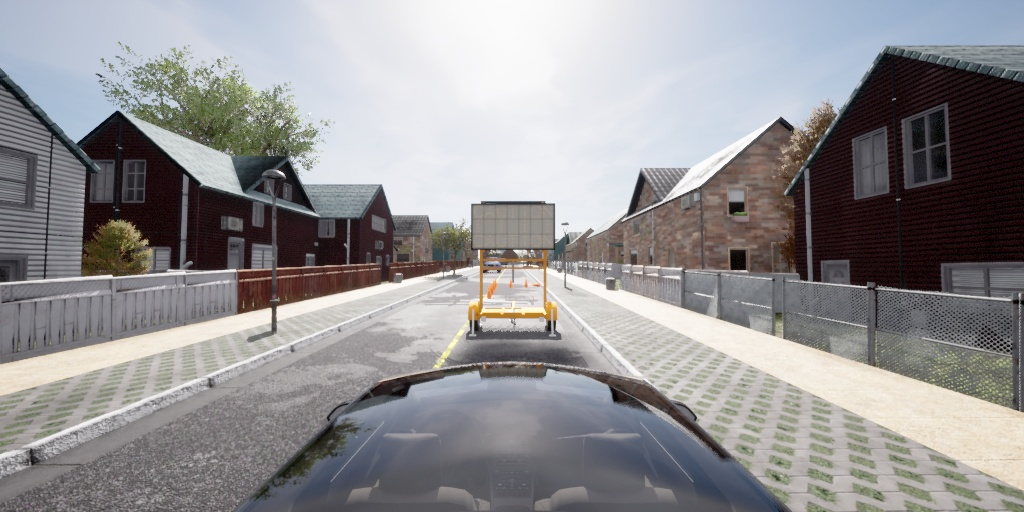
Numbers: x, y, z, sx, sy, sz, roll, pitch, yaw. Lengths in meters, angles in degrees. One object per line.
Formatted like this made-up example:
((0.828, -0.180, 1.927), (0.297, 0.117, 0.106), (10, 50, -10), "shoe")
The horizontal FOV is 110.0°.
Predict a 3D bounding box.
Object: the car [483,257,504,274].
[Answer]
((-2.568, 1.156, 45.888), (2.150, 2.045, 5.566), (0, 0, 0), "car")

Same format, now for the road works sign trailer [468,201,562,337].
((0.035, 0.226, 10.362), (2.380, 3.560, 2.880), (0, 0, 1), "road works sign trailer")
